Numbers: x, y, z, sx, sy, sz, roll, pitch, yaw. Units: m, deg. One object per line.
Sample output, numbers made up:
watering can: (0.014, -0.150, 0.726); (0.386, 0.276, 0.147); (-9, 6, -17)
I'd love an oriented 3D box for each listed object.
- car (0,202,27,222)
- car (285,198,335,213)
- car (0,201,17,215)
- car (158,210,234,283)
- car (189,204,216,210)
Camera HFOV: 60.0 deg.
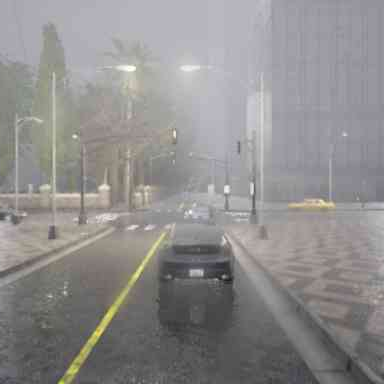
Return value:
car: (-14.932, 1.617, 25.408); (4.403, 1.369, 2.008); (0, 1, 0)
car: (11.929, 1.326, 33.773); (4.829, 1.417, 1.752); (-1, 1, 0)
car: (-20.417, 1.621, 33.966); (4.206, 1.307, 1.802); (0, 1, 0)
car: (0.100, 1.505, 9.653); (1.837, 1.490, 4.892); (0, 0, 0)
car: (0.698, 1.527, 21.992); (2.033, 1.411, 5.357); (0, 0, 10)
